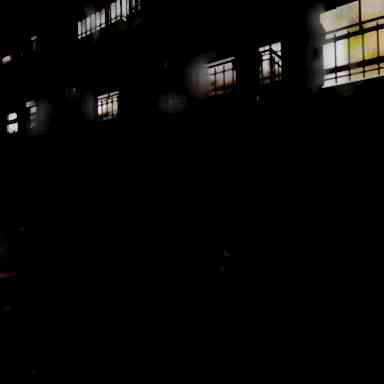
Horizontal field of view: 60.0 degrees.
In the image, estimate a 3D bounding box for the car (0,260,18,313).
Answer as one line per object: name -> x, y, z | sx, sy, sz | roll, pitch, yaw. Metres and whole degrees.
car -> -5.126, 1.550, 6.414 | 4.507, 1.381, 1.887 | 0, -1, 36
